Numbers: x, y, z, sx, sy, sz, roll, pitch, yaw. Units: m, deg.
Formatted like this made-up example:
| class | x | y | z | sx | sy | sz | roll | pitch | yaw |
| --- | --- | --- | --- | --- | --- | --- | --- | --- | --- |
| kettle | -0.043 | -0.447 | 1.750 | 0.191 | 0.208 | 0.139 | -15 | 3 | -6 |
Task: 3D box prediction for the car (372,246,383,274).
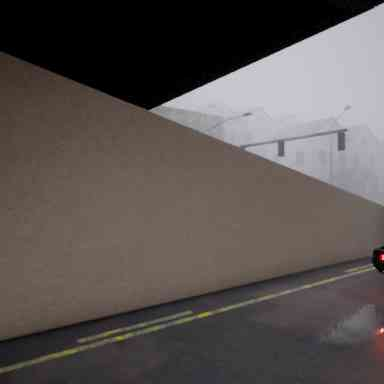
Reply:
| class | x | y | z | sx | sy | sz | roll | pitch | yaw |
| --- | --- | --- | --- | --- | --- | --- | --- | --- | --- |
| car | 6.720 | 1.566 | 8.574 | 4.718 | 1.301 | 1.895 | 0 | 0 | -35 |
